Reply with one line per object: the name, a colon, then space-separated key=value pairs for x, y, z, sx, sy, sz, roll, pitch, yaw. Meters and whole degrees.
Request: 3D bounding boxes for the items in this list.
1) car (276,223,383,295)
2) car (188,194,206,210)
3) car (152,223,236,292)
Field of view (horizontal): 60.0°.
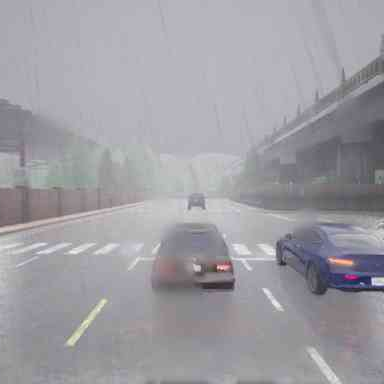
car: x=3.536 y=1.526 z=8.586 sx=1.812 sy=1.442 sz=4.674 roll=0 pitch=0 yaw=0
car: x=0.603 y=1.222 z=43.370 sx=2.150 sy=2.045 sz=5.566 roll=0 pitch=0 yaw=1
car: x=0.031 y=1.548 z=9.058 sx=2.033 sy=1.411 sz=5.357 roll=0 pitch=0 yaw=0
